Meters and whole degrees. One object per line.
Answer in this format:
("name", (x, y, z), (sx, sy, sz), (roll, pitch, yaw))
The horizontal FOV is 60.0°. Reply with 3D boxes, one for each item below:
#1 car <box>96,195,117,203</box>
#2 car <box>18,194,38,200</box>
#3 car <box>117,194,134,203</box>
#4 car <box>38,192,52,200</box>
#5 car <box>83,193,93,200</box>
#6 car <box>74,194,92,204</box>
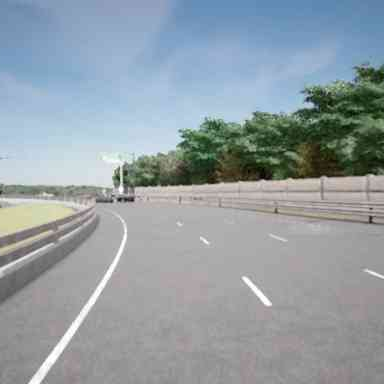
("car", (-15.662, 1.291, 59.514), (1.994, 1.385, 4.181), (-1, 0, -37))
("car", (-39.690, 1.258, 79.776), (4.892, 1.490, 1.837), (0, 0, 36))
("car", (-12.327, 1.175, 60.874), (1.882, 1.535, 5.008), (-1, 0, -34))
("car", (-36.480, 0.950, 81.728), (5.566, 2.045, 2.150), (0, 0, 39))
("car", (-27.302, 1.154, 87.361), (2.128, 1.511, 4.902), (-1, 0, -22))
("car", (-19.254, 1.235, 58.546), (1.882, 1.535, 5.008), (-1, 0, -37))
